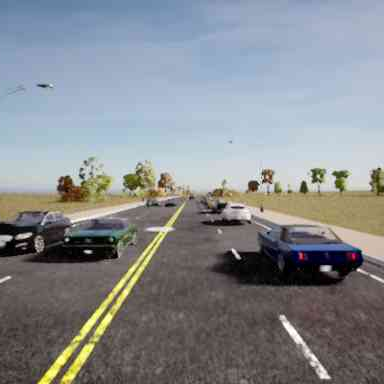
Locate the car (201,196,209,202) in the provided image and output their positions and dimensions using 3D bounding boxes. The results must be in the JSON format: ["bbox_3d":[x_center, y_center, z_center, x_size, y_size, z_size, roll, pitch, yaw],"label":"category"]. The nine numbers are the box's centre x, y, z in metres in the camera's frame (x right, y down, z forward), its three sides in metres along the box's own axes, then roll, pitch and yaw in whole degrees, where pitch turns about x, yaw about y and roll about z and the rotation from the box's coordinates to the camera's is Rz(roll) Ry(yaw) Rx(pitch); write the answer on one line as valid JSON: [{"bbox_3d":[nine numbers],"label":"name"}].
[{"bbox_3d":[3.240,1.683,82.021,1.801,1.575,5.366,0,0,0],"label":"car"}]

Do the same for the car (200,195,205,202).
[{"bbox_3d":[3.241,1.746,70.831,2.033,1.411,5.357,0,0,0],"label":"car"}]

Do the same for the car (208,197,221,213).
[{"bbox_3d":[3.245,1.603,37.831,2.128,1.511,4.902,0,0,0],"label":"car"}]

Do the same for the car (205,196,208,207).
[{"bbox_3d":[3.244,1.598,49.021,1.801,1.575,5.366,0,0,0],"label":"car"}]

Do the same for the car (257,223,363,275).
[{"bbox_3d":[3.347,1.634,10.537,1.895,1.301,4.718,0,0,0],"label":"car"}]

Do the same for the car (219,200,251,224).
[{"bbox_3d":[3.346,1.603,25.608,1.812,1.442,4.674,0,0,0],"label":"car"}]

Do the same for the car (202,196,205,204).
[{"bbox_3d":[3.242,1.772,59.861,1.895,1.301,4.718,0,0,0],"label":"car"}]

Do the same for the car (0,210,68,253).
[{"bbox_3d":[-6.603,1.534,13.930,2.128,1.511,4.902,0,0,0],"label":"car"}]

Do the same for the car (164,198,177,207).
[{"bbox_3d":[-3.318,1.701,53.418,2.033,1.411,5.357,0,0,1],"label":"car"}]

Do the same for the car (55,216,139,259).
[{"bbox_3d":[-3.353,1.641,12.975,1.895,1.301,4.718,0,0,0],"label":"car"}]

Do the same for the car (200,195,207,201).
[{"bbox_3d":[3.238,1.710,93.021,1.801,1.575,5.366,0,0,0],"label":"car"}]

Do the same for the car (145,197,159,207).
[{"bbox_3d":[-6.569,1.649,55.200,2.128,1.511,4.902,0,0,0],"label":"car"}]
